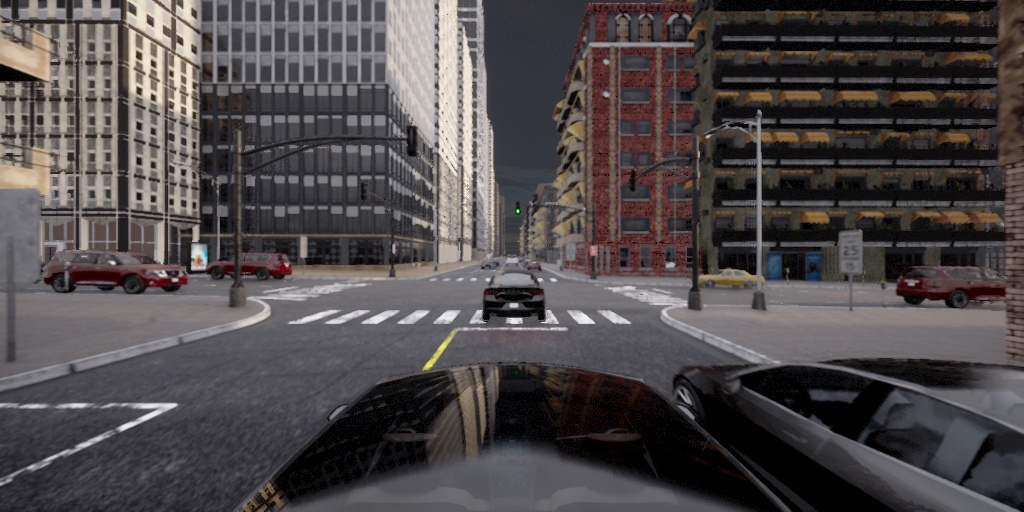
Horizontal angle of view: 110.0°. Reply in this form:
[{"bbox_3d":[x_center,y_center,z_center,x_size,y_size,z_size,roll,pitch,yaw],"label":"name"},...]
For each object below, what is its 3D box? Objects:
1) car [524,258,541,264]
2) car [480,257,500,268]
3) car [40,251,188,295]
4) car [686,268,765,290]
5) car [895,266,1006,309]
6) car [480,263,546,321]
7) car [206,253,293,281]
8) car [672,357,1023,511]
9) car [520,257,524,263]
[{"bbox_3d":[2.733,1.197,44.356,1.802,1.307,4.207,0,0,0],"label":"car"},{"bbox_3d":[-3.093,1.168,48.106,1.994,1.385,4.181,0,0,0],"label":"car"},{"bbox_3d":[-17.578,0.708,15.992,5.009,1.841,2.192,0,0,0],"label":"car"},{"bbox_3d":[14.626,1.510,24.662,4.829,1.417,1.751,0,0,0],"label":"car"},{"bbox_3d":[20.596,1.412,16.368,5.009,1.841,2.192,0,0,0],"label":"car"},{"bbox_3d":[0.067,1.192,12.317,1.882,1.535,5.008,0,0,0],"label":"car"},{"bbox_3d":[-17.714,0.699,24.371,5.009,1.841,2.192,0,0,0],"label":"car"},{"bbox_3d":[2.690,1.314,2.333,1.948,1.339,4.313,0,0,0],"label":"car"},{"bbox_3d":[2.680,1.130,57.273,2.007,1.370,4.403,0,0,0],"label":"car"}]
